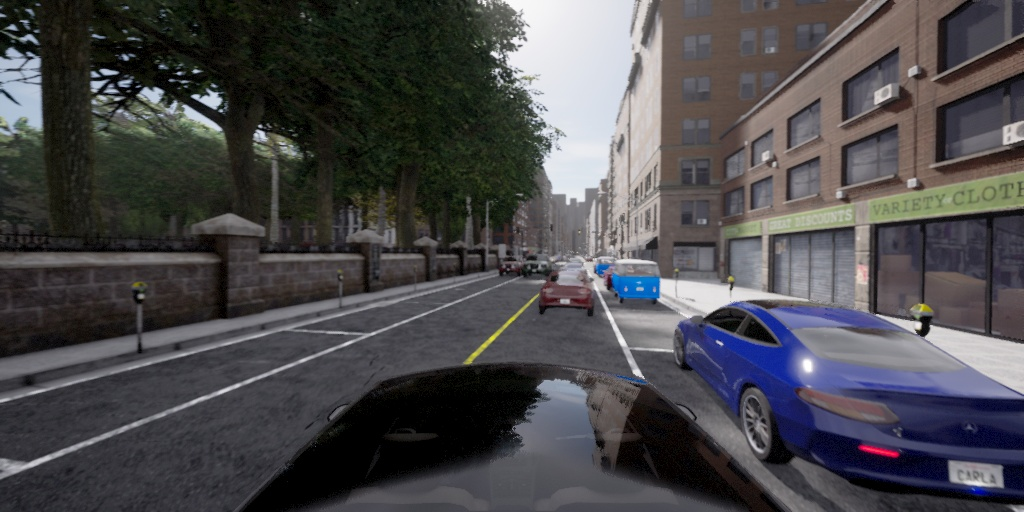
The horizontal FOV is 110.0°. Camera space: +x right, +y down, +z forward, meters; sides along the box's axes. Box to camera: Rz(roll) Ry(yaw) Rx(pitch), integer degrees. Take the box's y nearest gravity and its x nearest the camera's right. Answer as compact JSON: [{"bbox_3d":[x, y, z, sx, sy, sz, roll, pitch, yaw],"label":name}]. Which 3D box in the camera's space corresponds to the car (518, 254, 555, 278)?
[{"bbox_3d":[2.311,0.824,31.712,2.150,2.045,5.566,1,0,11],"label":"car"}]

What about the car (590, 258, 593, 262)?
[{"bbox_3d":[9.564,1.189,38.126,1.948,1.339,4.313,0,0,11],"label":"car"}]

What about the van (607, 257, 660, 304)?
[{"bbox_3d":[5.357,1.060,15.878,1.690,1.789,3.998,0,0,11],"label":"van"}]

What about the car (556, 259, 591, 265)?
[{"bbox_3d":[4.507,1.201,26.203,2.033,1.411,5.357,1,0,11],"label":"car"}]

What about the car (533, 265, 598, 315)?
[{"bbox_3d":[2.081,1.231,13.384,1.812,1.442,4.674,1,0,11],"label":"car"}]

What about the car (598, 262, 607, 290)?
[{"bbox_3d":[6.409,1.242,21.441,1.888,1.381,4.507,0,0,11],"label":"car"}]

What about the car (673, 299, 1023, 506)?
[{"bbox_3d":[3.541,1.290,4.669,1.812,1.442,4.674,1,0,11],"label":"car"}]

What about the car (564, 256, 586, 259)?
[{"bbox_3d":[7.613,1.076,43.124,1.837,1.490,4.892,1,-1,10],"label":"car"}]

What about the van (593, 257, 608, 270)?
[{"bbox_3d":[8.512,0.989,32.565,1.690,1.789,3.998,0,0,11],"label":"van"}]

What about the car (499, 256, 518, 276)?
[{"bbox_3d":[0.129,0.885,34.109,2.192,1.841,5.009,0,0,11],"label":"car"}]
